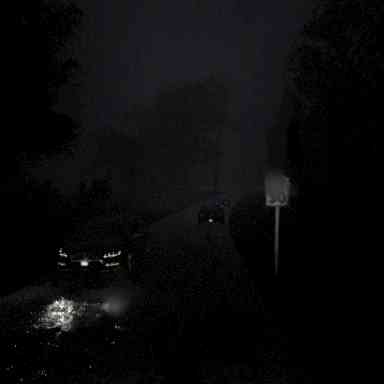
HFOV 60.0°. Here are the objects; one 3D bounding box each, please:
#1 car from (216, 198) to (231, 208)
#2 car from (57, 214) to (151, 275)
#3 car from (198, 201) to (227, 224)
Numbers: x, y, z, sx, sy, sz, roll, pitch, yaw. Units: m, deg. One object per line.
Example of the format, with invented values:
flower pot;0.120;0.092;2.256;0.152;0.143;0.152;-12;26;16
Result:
car;3.972;1.361;42.692;1.895;1.301;4.718;1;2;10
car;-2.521;1.518;10.588;1.837;1.490;4.892;0;0;3
car;1.532;1.667;25.306;1.895;1.301;4.718;0;0;6
